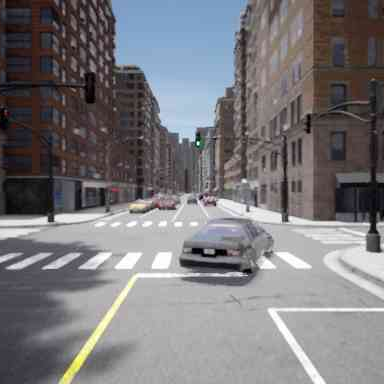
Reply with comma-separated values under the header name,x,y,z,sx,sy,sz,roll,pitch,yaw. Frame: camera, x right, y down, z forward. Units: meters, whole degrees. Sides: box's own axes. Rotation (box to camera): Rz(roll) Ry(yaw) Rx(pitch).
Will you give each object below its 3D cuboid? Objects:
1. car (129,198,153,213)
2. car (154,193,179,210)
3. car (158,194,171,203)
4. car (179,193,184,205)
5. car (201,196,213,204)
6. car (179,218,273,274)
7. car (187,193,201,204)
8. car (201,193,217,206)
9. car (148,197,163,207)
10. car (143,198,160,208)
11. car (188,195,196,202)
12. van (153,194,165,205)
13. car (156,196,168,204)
name,x,y,z,sx,sy,sz,roll,pitch,yaw
car,-5.670,1.507,36.092,1.752,1.417,4.829,0,0,0
car,-3.093,1.334,41.509,2.097,1.767,4.553,0,0,0
car,-5.672,1.304,68.967,2.192,1.841,5.009,0,0,0
car,-3.040,1.476,59.929,2.128,1.511,4.902,0,0,0
car,2.854,1.536,63.548,2.008,1.369,4.403,0,0,0
car,1.327,1.543,10.696,2.033,1.411,5.357,0,0,21
car,0.055,1.475,61.173,2.128,1.511,4.902,0,0,0
car,2.854,1.422,52.651,1.967,1.590,4.097,0,0,0
car,-5.670,1.527,52.614,1.887,1.381,4.507,0,0,0
car,-5.670,1.526,47.164,1.887,1.381,4.507,0,0,0
car,-0.002,1.430,71.238,1.812,1.442,4.674,0,0,0
van,-5.671,1.325,58.065,1.690,1.788,3.998,0,0,0
car,-5.671,1.537,63.516,2.008,1.369,4.403,0,0,0
